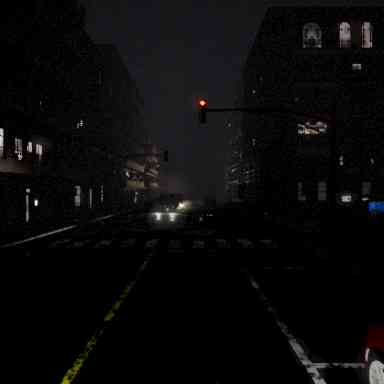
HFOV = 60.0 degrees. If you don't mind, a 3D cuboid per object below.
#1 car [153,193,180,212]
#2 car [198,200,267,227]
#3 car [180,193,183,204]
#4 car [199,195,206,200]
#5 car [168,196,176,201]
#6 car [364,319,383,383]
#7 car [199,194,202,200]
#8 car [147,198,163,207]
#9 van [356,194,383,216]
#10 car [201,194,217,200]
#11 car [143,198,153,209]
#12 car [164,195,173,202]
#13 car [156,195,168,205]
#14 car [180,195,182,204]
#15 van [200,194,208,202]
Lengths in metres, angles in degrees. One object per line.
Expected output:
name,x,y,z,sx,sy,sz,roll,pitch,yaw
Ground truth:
car,-2.989,1.228,40.085,2.150,2.045,5.566,0,0,0
car,2.762,1.495,22.546,4.902,1.511,2.128,0,-1,-26
car,-2.852,1.244,65.612,2.150,2.045,5.566,0,0,1
car,2.946,1.602,95.027,1.887,1.381,4.507,-1,0,0
car,-5.449,1.632,89.528,1.802,1.307,4.206,-1,0,0
car,2.687,1.544,1.805,1.887,1.381,4.507,0,0,0
car,2.869,1.578,67.388,2.008,1.369,4.403,-1,0,0
car,-5.557,1.580,50.832,1.947,1.339,4.313,0,0,0
van,15.716,1.035,27.340,3.998,1.788,1.690,-1,1,-1
car,2.822,1.454,50.804,1.967,1.590,4.097,-1,0,0
car,-5.572,1.561,45.305,2.008,1.369,4.403,0,0,0
car,-5.481,1.563,78.302,1.752,1.417,4.829,-1,0,0
car,-5.528,1.462,61.888,1.967,1.590,4.097,-1,0,0
car,-2.956,1.561,50.390,2.033,1.411,5.357,0,0,0
van,2.898,1.379,78.443,1.690,1.788,3.998,-1,0,0
